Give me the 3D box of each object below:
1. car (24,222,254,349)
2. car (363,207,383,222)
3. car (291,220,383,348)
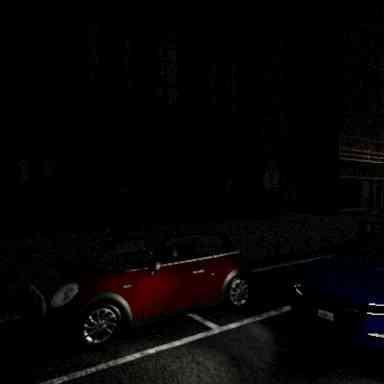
[{"bbox_3d":[-0.828,1.438,6.176,4.097,1.590,1.967,0,0,-36],"label":"car"},{"bbox_3d":[8.355,1.305,12.726,5.009,1.841,2.192,0,0,-36],"label":"car"},{"bbox_3d":[3.934,1.473,6.185,5.008,1.535,1.882,0,0,-36],"label":"car"}]
